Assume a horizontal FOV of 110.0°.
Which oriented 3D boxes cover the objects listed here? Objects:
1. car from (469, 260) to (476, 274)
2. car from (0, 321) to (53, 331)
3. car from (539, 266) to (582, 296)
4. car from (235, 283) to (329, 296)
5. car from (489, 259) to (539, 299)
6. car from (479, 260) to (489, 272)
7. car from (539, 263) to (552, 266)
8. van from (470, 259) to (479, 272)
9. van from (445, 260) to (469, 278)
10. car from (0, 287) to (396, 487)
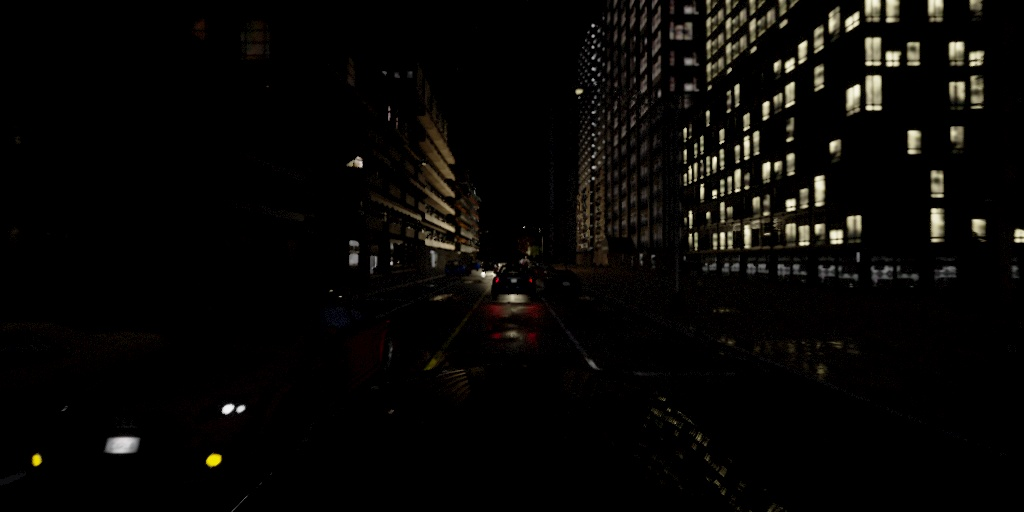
[{"bbox_3d":[-5.710,1.523,41.892,1.888,1.381,4.507,0,0,0],"label":"car"},{"bbox_3d":[-5.691,1.283,3.063,1.751,1.417,4.829,0,0,0],"label":"car"},{"bbox_3d":[2.682,1.414,19.804,1.948,1.339,4.313,0,0,0],"label":"car"},{"bbox_3d":[-5.694,1.352,8.755,1.948,1.339,4.313,0,0,0],"label":"car"},{"bbox_3d":[0.090,1.195,18.903,2.097,1.767,4.553,0,0,0],"label":"car"},{"bbox_3d":[-3.025,1.401,50.364,2.097,1.767,4.553,0,0,0],"label":"car"},{"bbox_3d":[2.677,1.352,30.849,1.967,1.591,4.097,0,0,0],"label":"car"},{"bbox_3d":[-5.715,1.386,52.937,1.690,1.789,3.998,0,0,0],"label":"van"},{"bbox_3d":[-5.707,1.286,36.369,1.690,1.789,3.998,0,0,0],"label":"van"},{"bbox_3d":[-3.103,1.330,4.847,1.994,1.385,4.181,0,0,0],"label":"car"}]
